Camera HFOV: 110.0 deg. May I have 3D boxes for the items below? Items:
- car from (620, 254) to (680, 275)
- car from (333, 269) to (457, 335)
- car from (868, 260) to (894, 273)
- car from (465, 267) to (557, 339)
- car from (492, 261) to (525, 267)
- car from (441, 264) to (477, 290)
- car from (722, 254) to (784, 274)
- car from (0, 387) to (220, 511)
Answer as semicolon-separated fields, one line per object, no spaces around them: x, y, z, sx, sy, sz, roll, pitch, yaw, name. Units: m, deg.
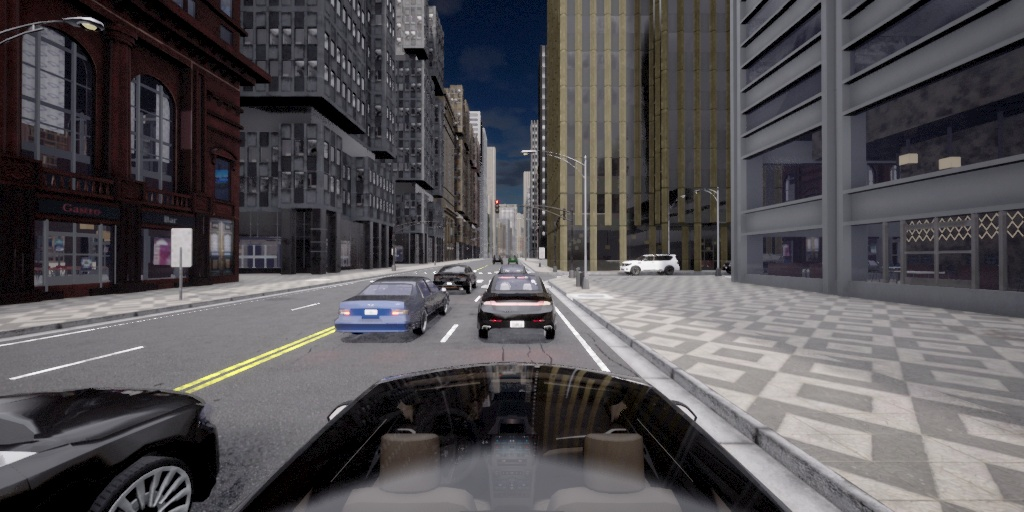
13.735;0.855;35.815;5.566;2.045;2.150;0;0;0;car
-3.129;1.292;10.479;2.033;1.411;5.357;0;0;0;car
34.780;1.095;35.802;5.357;1.411;2.033;0;0;0;car
0.119;1.237;10.059;2.128;1.511;4.902;0;0;0;car
0.044;1.223;19.489;2.128;1.511;4.902;0;0;0;car
-3.102;1.208;20.248;1.882;1.535;5.008;0;0;0;car
24.162;0.811;35.815;5.566;2.045;2.150;0;0;0;car
-3.149;1.241;0.736;2.128;1.511;4.902;0;0;0;car
